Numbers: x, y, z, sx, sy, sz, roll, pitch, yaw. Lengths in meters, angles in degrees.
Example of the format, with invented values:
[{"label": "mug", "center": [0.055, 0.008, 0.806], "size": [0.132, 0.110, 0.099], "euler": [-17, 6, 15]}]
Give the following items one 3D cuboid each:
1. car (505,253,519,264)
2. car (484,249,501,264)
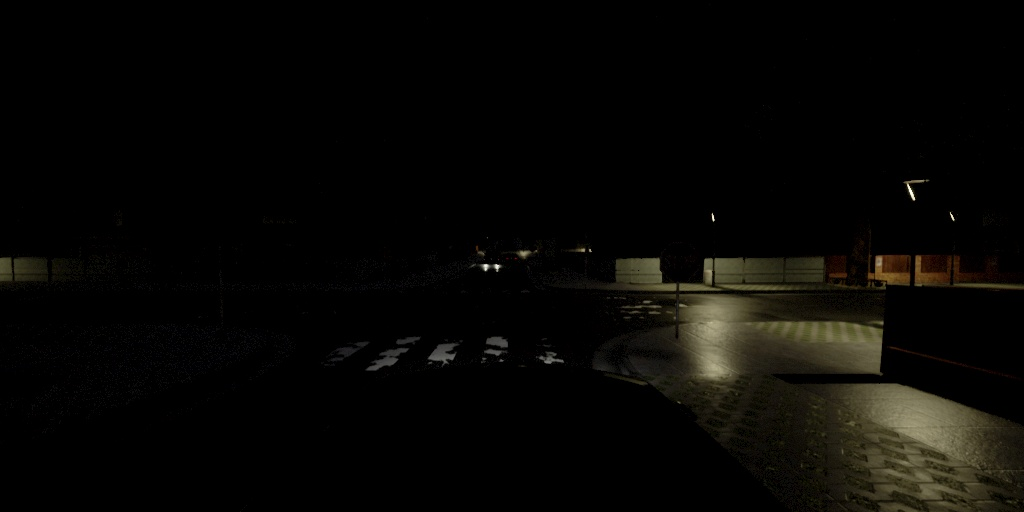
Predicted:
[{"label": "car", "center": [-0.013, 0.312, 51.419], "size": [2.033, 1.411, 5.357], "euler": [0, 2, 1]}, {"label": "car", "center": [-2.793, -0.008, 51.220], "size": [2.150, 2.045, 5.566], "euler": [0, 2, 0]}]
